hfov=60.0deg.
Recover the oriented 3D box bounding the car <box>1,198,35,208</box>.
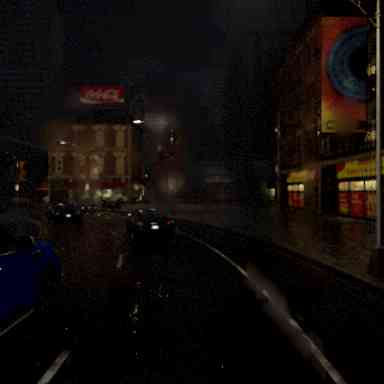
[{"bbox_3d":[-23.949,1.501,45.645,4.718,1.301,1.895,0,0,30],"label":"car"}]

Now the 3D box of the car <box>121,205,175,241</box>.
[{"bbox_3d":[-2.227,1.529,16.688,1.994,1.385,4.181,0,0,-17],"label":"car"}]

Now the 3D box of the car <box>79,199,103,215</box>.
[{"bbox_3d":[-11.025,1.482,32.124,2.033,1.411,5.357,0,0,-42],"label":"car"}]

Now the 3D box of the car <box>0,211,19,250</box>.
[{"bbox_3d":[-8.527,1.573,13.377,1.895,1.301,4.718,0,0,-16],"label":"car"}]

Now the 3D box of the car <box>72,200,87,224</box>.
[{"bbox_3d":[-9.107,1.515,23.563,1.994,1.385,4.181,0,0,-30],"label":"car"}]

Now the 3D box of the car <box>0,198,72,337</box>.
[{"bbox_3d":[-3.512,1.213,4.061,2.150,2.045,5.566,0,0,-2],"label":"car"}]
